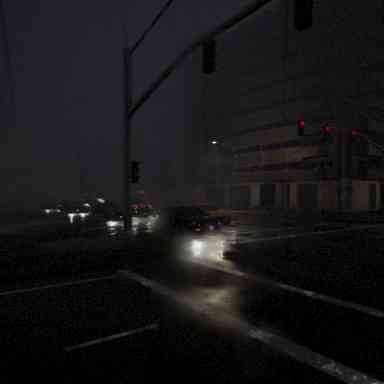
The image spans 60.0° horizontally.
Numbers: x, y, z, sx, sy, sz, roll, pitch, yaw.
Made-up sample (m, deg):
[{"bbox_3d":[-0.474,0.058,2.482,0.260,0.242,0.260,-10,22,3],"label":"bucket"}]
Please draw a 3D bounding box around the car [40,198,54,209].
[{"bbox_3d":[-19.833,1.532,46.445,1.882,1.535,5.008,0,0,-35],"label":"car"}]

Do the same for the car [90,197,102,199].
[{"bbox_3d":[-12.735,1.602,42.436,2.033,1.411,5.357,0,0,-35],"label":"car"}]

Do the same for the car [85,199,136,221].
[{"bbox_3d":[-7.097,1.603,28.445,2.033,1.411,5.357,0,0,-35],"label":"car"}]

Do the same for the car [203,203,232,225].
[{"bbox_3d":[0.737,1.532,23.465,1.882,1.535,5.008,0,0,-35],"label":"car"}]

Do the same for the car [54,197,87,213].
[{"bbox_3d":[-13.720,1.602,37.778,2.033,1.411,5.357,0,0,-35],"label":"car"}]

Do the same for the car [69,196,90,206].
[{"bbox_3d":[-19.939,1.546,58.931,2.128,1.511,4.902,0,0,-35],"label":"car"}]

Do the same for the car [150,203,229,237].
[{"bbox_3d":[-0.306,1.560,18.665,1.837,1.490,4.892,0,0,-32],"label":"car"}]

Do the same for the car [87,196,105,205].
[{"bbox_3d":[-17.988,1.580,62.237,1.812,1.442,4.674,0,0,-34],"label":"car"}]

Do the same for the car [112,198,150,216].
[{"bbox_3d":[-5.638,1.406,32.436,2.097,1.767,4.553,0,0,-35],"label":"car"}]
